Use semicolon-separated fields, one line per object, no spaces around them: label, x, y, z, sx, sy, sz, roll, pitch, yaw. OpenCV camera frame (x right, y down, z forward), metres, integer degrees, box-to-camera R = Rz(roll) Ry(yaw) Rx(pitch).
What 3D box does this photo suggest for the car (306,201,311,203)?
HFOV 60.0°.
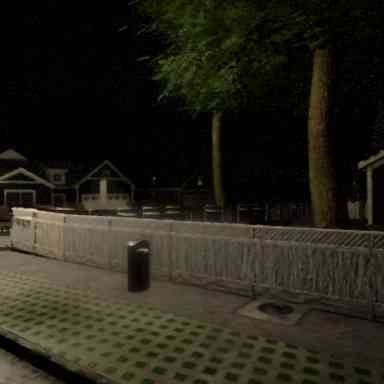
car;16.107;1.877;44.135;5.357;1.411;2.033;0;0;-35
